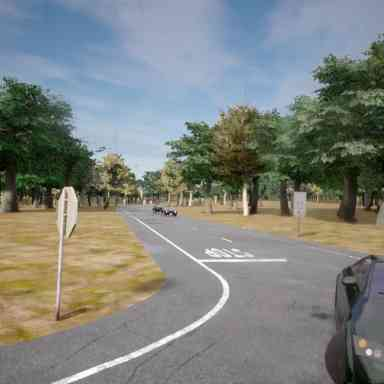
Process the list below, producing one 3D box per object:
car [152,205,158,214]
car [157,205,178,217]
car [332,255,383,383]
[{"bbox_3d":[-5.649,2.961,56.873,1.882,1.535,5.008,3,-2,-14],"label":"car"},{"bbox_3d":[-3.411,2.850,48.022,1.895,1.301,4.718,3,-2,-13],"label":"car"},{"bbox_3d":[3.094,1.643,4.607,1.994,1.385,4.181,1,-1,22],"label":"car"}]
